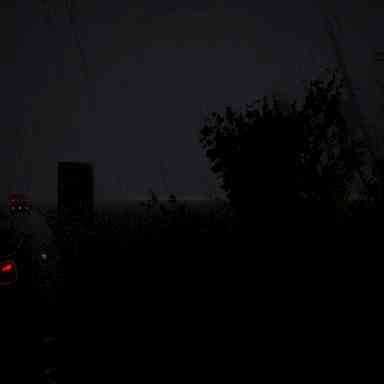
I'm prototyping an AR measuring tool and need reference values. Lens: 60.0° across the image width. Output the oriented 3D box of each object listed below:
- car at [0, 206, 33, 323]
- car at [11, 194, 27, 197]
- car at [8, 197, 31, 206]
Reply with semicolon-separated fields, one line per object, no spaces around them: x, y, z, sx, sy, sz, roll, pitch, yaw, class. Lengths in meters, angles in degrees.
-4.514;1.356;6.887;2.097;1.767;4.553;0;0;-24;car
-22.406;1.276;43.076;2.150;2.045;5.566;0;0;-29;car
-17.492;1.582;33.899;2.033;1.411;5.357;0;0;-27;car
